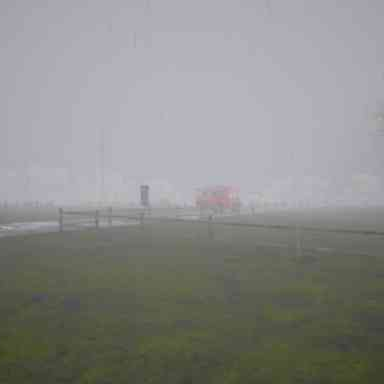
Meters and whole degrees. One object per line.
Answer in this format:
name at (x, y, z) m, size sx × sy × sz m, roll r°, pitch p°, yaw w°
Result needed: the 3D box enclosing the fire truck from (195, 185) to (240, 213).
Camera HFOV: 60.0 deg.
fire truck at (3.906, 1.031, 48.862) m, size 2.891 × 3.827 × 8.468 m, roll -1°, pitch -2°, yaw 36°
